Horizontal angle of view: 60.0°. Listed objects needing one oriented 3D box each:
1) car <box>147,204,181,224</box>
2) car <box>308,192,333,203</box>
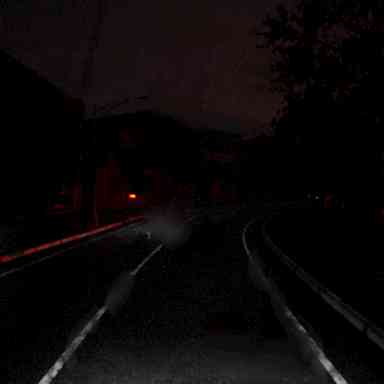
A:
[{"bbox_3d":[-2.047,1.602,25.108,1.895,1.301,4.718,0,0,6],"label":"car"},{"bbox_3d":[21.986,0.839,57.018,4.553,1.767,2.097,-2,0,-32],"label":"car"}]
